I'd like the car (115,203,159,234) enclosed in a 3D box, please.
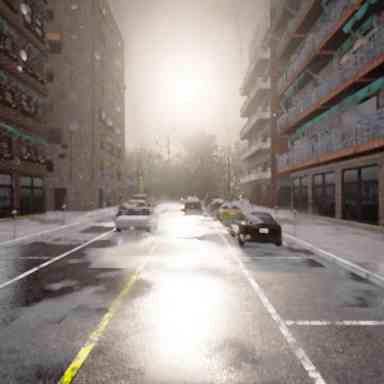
[{"bbox_3d":[-3.055,1.550,19.207,1.895,1.301,4.718,0,0,0],"label":"car"}]

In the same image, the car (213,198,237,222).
[{"bbox_3d":[2.834,1.458,25.581,1.752,1.417,4.829,1,0,0],"label":"car"}]

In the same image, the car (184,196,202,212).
[{"bbox_3d":[0.094,1.379,37.798,1.882,1.535,5.008,0,0,0],"label":"car"}]

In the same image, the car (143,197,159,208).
[{"bbox_3d":[-5.818,1.459,47.716,1.802,1.307,4.206,1,0,0],"label":"car"}]

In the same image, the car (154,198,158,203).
[{"bbox_3d":[-5.817,1.457,42.148,1.947,1.339,4.313,1,0,0],"label":"car"}]

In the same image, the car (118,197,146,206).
[{"bbox_3d":[-5.815,1.469,31.011,2.008,1.369,4.403,1,0,0],"label":"car"}]

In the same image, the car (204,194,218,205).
[{"bbox_3d":[2.833,1.193,47.683,2.192,1.841,5.009,1,0,0],"label":"car"}]

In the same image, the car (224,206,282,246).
[{"bbox_3d":[2.770,1.526,14.917,1.947,1.339,4.313,1,0,0],"label":"car"}]

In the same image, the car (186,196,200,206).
[{"bbox_3d":[0.073,1.359,51.881,2.128,1.511,4.902,0,0,-1],"label":"car"}]

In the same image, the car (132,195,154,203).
[{"bbox_3d":[-5.812,1.220,36.578,2.192,1.841,5.009,1,0,0],"label":"car"}]

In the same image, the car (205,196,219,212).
[{"bbox_3d":[2.832,1.456,36.548,2.008,1.369,4.403,1,0,0],"label":"car"}]
